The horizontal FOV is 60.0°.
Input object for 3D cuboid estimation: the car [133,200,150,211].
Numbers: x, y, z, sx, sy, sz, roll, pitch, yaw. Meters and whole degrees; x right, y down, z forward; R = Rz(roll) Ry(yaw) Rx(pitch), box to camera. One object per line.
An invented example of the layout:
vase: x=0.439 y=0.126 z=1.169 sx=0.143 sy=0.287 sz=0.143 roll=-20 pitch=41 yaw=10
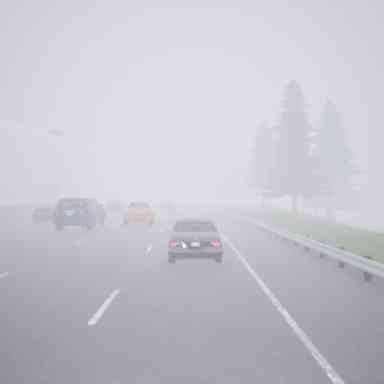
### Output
car: x=-7.394 y=1.894 z=48.413 sx=1.994 sy=1.385 sz=4.181 roll=0 pitch=0 yaw=-14

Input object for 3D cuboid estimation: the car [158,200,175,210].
car: x=-3.780 y=1.895 z=48.457 sx=1.994 sy=1.385 sz=4.181 roll=0 pitch=0 yaw=-14

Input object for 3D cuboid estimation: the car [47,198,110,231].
car: x=-7.170 y=1.371 z=21.682 sx=2.150 sy=2.045 sz=5.566 roll=0 pitch=0 yaw=-3

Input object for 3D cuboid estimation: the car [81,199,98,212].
car: x=-13.852 y=1.814 z=45.205 sx=1.837 sy=1.490 sz=4.892 roll=1 pitch=0 yaw=-13

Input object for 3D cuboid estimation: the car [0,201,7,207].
car: x=-23.712 y=1.795 z=39.785 sx=1.812 sy=1.442 sz=4.674 roll=0 pitch=-1 yaw=-10

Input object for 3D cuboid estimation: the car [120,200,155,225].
car: x=-3.941 y=1.526 z=25.548 sx=2.097 sy=1.767 sz=4.553 roll=0 pitch=0 yaw=-4

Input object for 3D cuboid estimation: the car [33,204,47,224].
car: x=-11.036 y=1.673 z=26.591 sx=2.128 sy=1.511 sz=4.902 roll=0 pitch=0 yaw=-5

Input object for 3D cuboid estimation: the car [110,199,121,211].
car: x=-9.330 y=1.625 z=40.226 sx=2.097 sy=1.767 sz=4.553 roll=0 pitch=0 yaw=-9

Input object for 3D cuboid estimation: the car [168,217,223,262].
car: x=0.084 y=1.633 z=12.469 sx=2.033 sy=1.411 sz=5.357 roll=0 pitch=0 yaw=0
